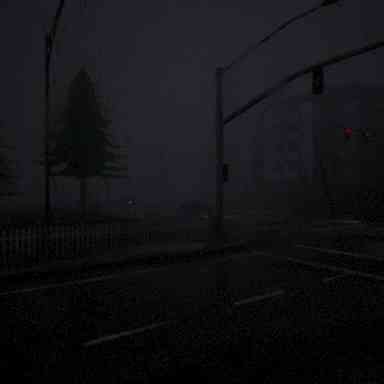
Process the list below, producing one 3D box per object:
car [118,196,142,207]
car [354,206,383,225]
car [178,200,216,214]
[{"bbox_3d":[-8.967,1.356,47.993,2.097,1.767,4.553,0,0,-34],"label":"car"},{"bbox_3d":[13.073,1.494,21.115,2.033,1.411,5.357,0,0,-20],"label":"car"},{"bbox_3d":[0.611,1.500,33.653,2.033,1.411,5.357,0,0,-34],"label":"car"}]
